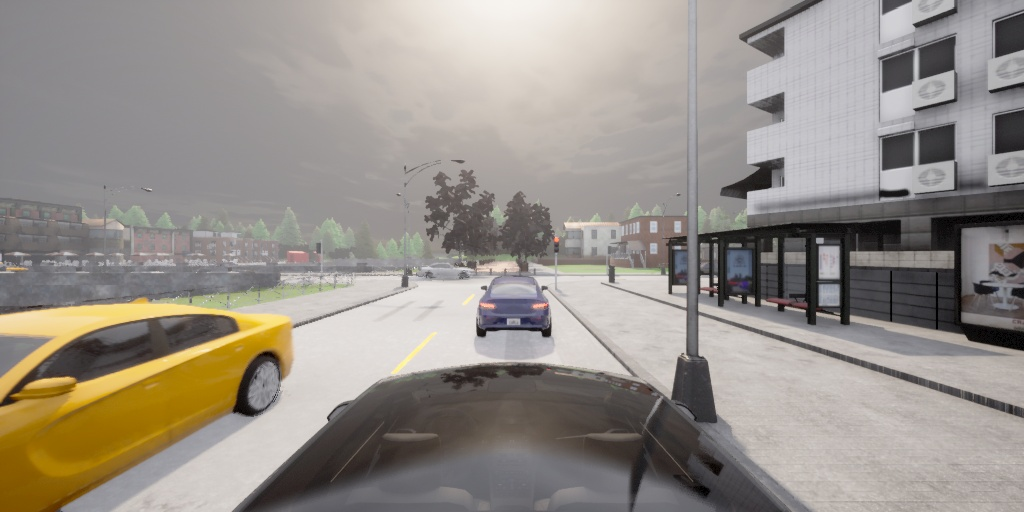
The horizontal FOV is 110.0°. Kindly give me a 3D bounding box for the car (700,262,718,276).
[{"bbox_3d":[18.904,1.297,34.431,5.357,1.411,2.033,0,0,0],"label":"car"}]

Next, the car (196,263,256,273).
[{"bbox_3d":[-24.127,1.313,30.353,4.181,1.385,1.994,0,0,0],"label":"car"}]

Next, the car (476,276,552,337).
[{"bbox_3d":[0.063,1.276,10.161,1.812,1.442,4.674,0,0,1],"label":"car"}]

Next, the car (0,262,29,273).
[{"bbox_3d":[-44.260,1.227,30.443,5.008,1.535,1.882,0,0,0],"label":"car"}]

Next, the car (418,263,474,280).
[{"bbox_3d":[-5.542,1.275,30.305,4.674,1.442,1.812,0,0,0],"label":"car"}]

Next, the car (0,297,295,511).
[{"bbox_3d":[-4.087,1.227,3.121,1.882,1.535,5.008,0,0,0],"label":"car"}]
